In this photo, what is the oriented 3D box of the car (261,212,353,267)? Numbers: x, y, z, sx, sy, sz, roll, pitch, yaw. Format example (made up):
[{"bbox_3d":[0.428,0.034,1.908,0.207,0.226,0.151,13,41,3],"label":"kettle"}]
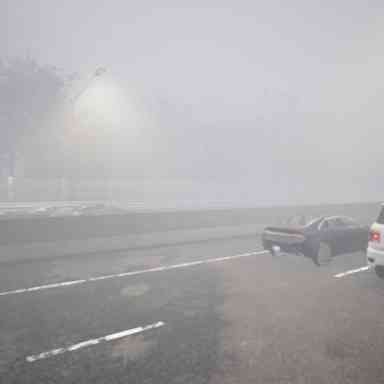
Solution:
[{"bbox_3d":[4.471,1.439,11.238,4.902,1.511,2.128,0,0,-36],"label":"car"}]

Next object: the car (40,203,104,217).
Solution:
[{"bbox_3d":[-6.517,1.472,20.841,4.892,1.490,1.837,0,0,-36],"label":"car"}]

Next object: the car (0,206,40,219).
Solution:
[{"bbox_3d":[-10.430,1.581,22.348,4.718,1.301,1.895,0,0,-36],"label":"car"}]

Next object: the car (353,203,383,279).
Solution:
[{"bbox_3d":[6.720,1.167,8.545,5.566,2.045,2.150,0,0,-35],"label":"car"}]

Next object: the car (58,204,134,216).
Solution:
[{"bbox_3d":[-4.630,1.532,17.888,4.181,1.385,1.994,0,0,-36],"label":"car"}]
